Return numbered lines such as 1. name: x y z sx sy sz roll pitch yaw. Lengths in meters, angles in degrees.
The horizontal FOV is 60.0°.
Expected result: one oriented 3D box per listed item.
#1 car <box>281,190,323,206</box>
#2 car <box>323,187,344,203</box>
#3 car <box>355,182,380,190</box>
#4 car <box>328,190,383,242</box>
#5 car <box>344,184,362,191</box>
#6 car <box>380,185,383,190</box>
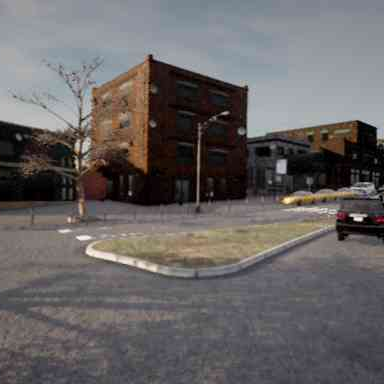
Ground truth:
1. car: 11.850 0.610 36.439 5.366 1.575 1.946 -3 3 -42
2. car: 15.943 0.384 40.140 5.366 1.575 1.946 -3 2 -42
3. car: 24.325 -0.324 47.740 5.566 2.045 2.435 -3 3 -42
4. car: 8.530 1.131 15.779 2.150 2.045 5.566 1 2 39
5. car: 20.031 0.160 43.849 5.366 1.575 1.946 -3 2 -42
6. car: 32.502 -0.491 55.170 4.792 1.488 2.163 -3 2 -42
